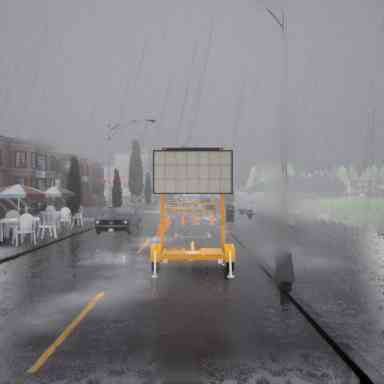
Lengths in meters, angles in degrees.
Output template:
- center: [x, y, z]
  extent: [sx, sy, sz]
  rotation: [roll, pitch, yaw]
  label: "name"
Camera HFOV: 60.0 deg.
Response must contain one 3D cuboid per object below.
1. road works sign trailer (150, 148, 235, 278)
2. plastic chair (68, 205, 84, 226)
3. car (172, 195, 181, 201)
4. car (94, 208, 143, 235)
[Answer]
- center: [0.024, 0.464, 10.141]
  extent: [2.380, 3.560, 2.880]
  rotation: [0, 0, 0]
  label: "road works sign trailer"
- center: [-7.396, 1.506, 21.185]
  extent: [0.730, 1.271, 0.750]
  rotation: [0, 0, -40]
  label: "plastic chair"
- center: [-3.810, 1.493, 81.697]
  extent: [2.128, 1.511, 4.902]
  rotation: [0, 0, 0]
  label: "car"
- center: [-4.056, 1.601, 18.914]
  extent: [1.895, 1.301, 4.718]
  rotation: [0, 0, 0]
  label: "car"
